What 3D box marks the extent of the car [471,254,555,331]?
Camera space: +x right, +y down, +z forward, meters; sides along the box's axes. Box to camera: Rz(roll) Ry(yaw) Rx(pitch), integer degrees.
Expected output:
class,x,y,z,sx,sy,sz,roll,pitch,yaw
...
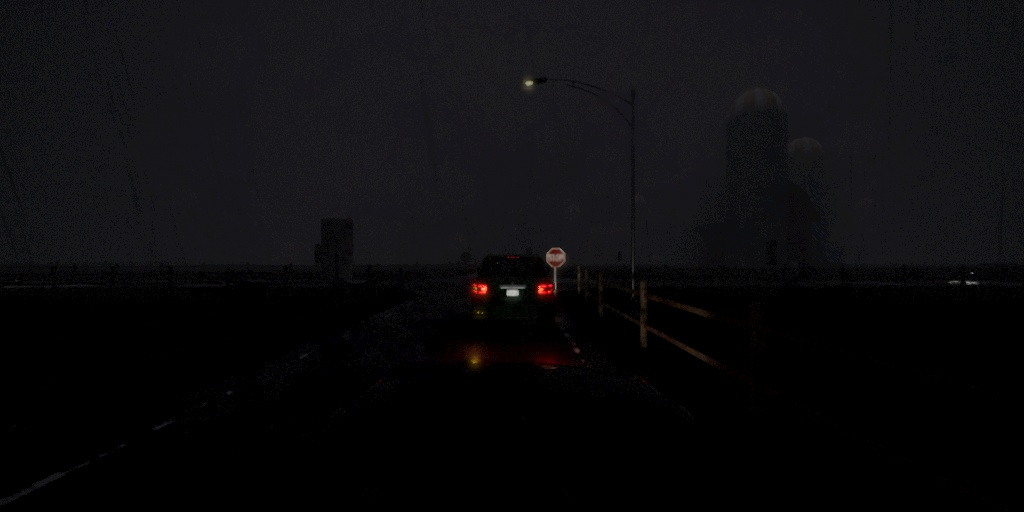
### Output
class,x,y,z,sx,sy,sz,roll,pitch,yaw
car,0.042,0.961,11.082,2.150,2.045,5.566,0,0,1

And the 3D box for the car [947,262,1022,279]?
class,x,y,z,sx,sy,sz,roll,pitch,yaw
car,37.798,1.214,28.131,5.357,1.411,2.033,0,0,0

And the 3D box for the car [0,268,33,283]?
class,x,y,z,sx,sy,sz,roll,pitch,yaw
car,-37.305,1.461,25.406,4.718,1.301,1.895,0,0,0

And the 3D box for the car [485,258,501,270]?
class,x,y,z,sx,sy,sz,roll,pitch,yaw
car,-2.787,1.129,53.632,2.097,1.767,4.553,0,0,0
